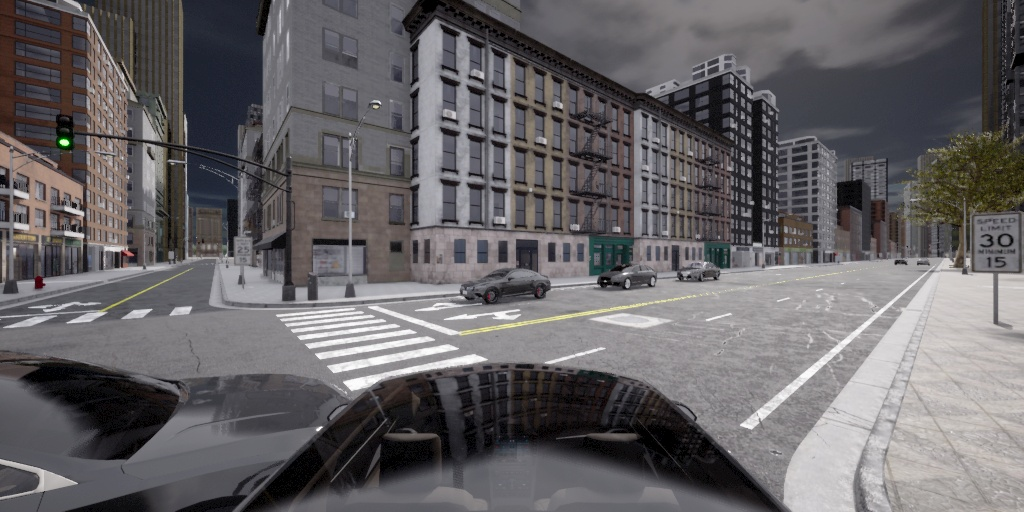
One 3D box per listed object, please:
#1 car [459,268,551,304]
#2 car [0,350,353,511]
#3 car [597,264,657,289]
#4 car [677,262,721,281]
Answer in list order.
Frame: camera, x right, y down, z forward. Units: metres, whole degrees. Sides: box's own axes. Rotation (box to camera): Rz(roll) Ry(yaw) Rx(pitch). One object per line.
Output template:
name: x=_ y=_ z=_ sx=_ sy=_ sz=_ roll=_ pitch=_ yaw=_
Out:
car: x=-0.194 y=1.285 z=16.647 sx=4.674 sy=1.442 sz=1.812 roll=0 pitch=0 yaw=-40
car: x=-3.239 y=1.257 z=1.646 sx=4.892 sy=1.490 sz=1.837 roll=0 pitch=0 yaw=-35
car: x=7.440 y=1.256 z=22.942 sx=4.892 sy=1.490 sz=1.837 roll=0 pitch=0 yaw=-39
car: x=15.389 y=1.233 z=29.486 sx=4.902 sy=1.511 sz=2.128 roll=0 pitch=0 yaw=-39
